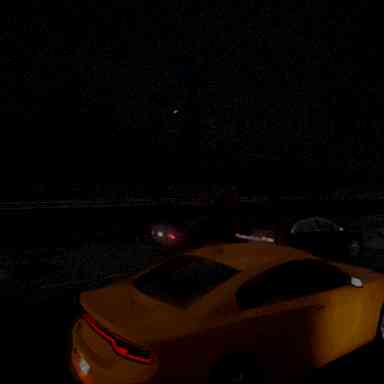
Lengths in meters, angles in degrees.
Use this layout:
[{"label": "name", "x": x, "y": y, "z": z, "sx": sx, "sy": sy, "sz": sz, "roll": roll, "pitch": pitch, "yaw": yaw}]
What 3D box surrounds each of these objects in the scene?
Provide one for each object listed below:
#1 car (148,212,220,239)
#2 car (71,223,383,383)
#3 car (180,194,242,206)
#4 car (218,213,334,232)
[{"label": "car", "x": 0.959, "y": 1.510, "z": 13.017, "sx": 5.357, "sy": 1.411, "sz": 2.033, "roll": 0, "pitch": 0, "yaw": -35}, {"label": "car", "x": 0.999, "y": 1.462, "z": 4.579, "sx": 5.008, "sy": 1.535, "sz": 1.882, "roll": 0, "pitch": 0, "yaw": -35}, {"label": "car", "x": 1.515, "y": 1.149, "z": 26.524, "sx": 5.566, "sy": 2.045, "sz": 2.150, "roll": 0, "pitch": 0, "yaw": -35}, {"label": "car", "x": 3.454, "y": 1.451, "z": 10.504, "sx": 4.902, "sy": 1.511, "sz": 2.128, "roll": 0, "pitch": 0, "yaw": -35}]
